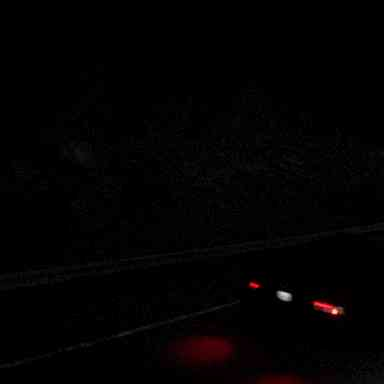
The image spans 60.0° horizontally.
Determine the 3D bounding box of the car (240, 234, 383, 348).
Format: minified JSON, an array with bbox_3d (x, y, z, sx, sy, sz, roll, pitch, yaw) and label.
[{"bbox_3d":[3.318,1.528,6.272,5.357,1.411,2.033,0,0,-37],"label":"car"}]
